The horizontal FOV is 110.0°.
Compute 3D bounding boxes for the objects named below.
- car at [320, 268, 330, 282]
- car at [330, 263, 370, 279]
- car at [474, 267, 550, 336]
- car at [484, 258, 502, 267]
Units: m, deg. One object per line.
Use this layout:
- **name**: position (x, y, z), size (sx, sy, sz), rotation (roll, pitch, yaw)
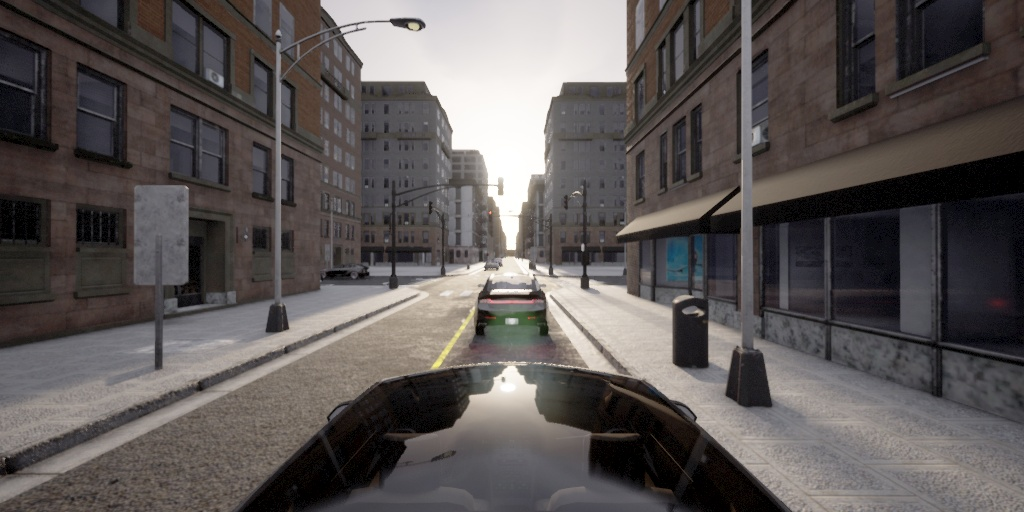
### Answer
- **car**: position (-14.773, 1.276, 23.532), size (4.313, 1.339, 1.948), rotation (0, 0, 0)
- **car**: position (-14.768, 1.312, 31.558), size (4.313, 1.339, 1.948), rotation (0, 0, 0)
- **car**: position (-0.001, 1.237, 10.388), size (2.128, 1.511, 4.902), rotation (0, 0, 0)
- **car**: position (-2.851, 1.288, 50.230), size (1.895, 1.301, 4.718), rotation (0, 0, 0)
